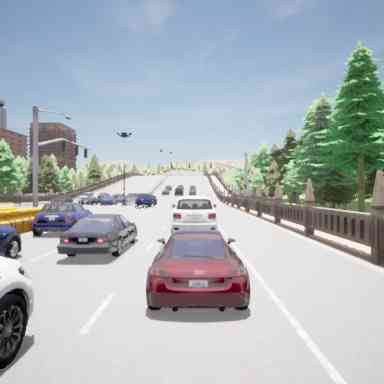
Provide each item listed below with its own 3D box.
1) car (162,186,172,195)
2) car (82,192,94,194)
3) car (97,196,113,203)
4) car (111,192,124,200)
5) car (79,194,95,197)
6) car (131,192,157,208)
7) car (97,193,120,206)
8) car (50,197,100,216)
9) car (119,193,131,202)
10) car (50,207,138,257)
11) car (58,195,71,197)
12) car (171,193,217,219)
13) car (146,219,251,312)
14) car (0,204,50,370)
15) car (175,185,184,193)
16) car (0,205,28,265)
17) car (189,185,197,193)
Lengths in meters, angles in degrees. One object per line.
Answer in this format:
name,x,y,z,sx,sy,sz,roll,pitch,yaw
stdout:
car,-6.832,-0.032,86.413,1.812,1.442,4.674,0,7,0
car,-20.939,1.113,66.184,2.150,2.045,5.566,0,2,0
car,-17.439,1.471,66.936,1.895,1.301,4.718,0,2,0
car,-17.390,0.914,77.409,1.895,1.301,4.718,0,4,0
car,-17.505,1.478,57.110,2.128,1.511,4.902,0,0,1
car,-6.760,1.217,49.206,2.150,2.045,5.566,1,0,7
car,-14.016,1.465,56.054,1.882,1.535,5.008,0,0,0
car,-6.935,1.350,18.492,2.097,1.767,4.553,0,0,-1
car,-13.957,1.422,66.073,1.812,1.442,4.674,0,2,0
car,-3.394,1.546,12.912,2.033,1.411,5.357,0,0,0
car,-21.081,1.345,54.206,2.097,1.767,4.553,0,0,2
car,0.115,1.220,17.210,2.150,2.045,5.566,0,0,0
car,0.109,1.563,7.803,1.994,1.385,4.181,0,0,0
car,-3.397,1.221,2.536,2.150,2.045,5.566,0,0,0
car,-3.334,-0.291,85.970,2.150,2.045,5.566,0,7,0
car,-6.892,1.351,9.562,2.097,1.767,4.553,0,0,0
car,0.168,-0.031,86.368,2.128,1.511,4.902,0,7,0
